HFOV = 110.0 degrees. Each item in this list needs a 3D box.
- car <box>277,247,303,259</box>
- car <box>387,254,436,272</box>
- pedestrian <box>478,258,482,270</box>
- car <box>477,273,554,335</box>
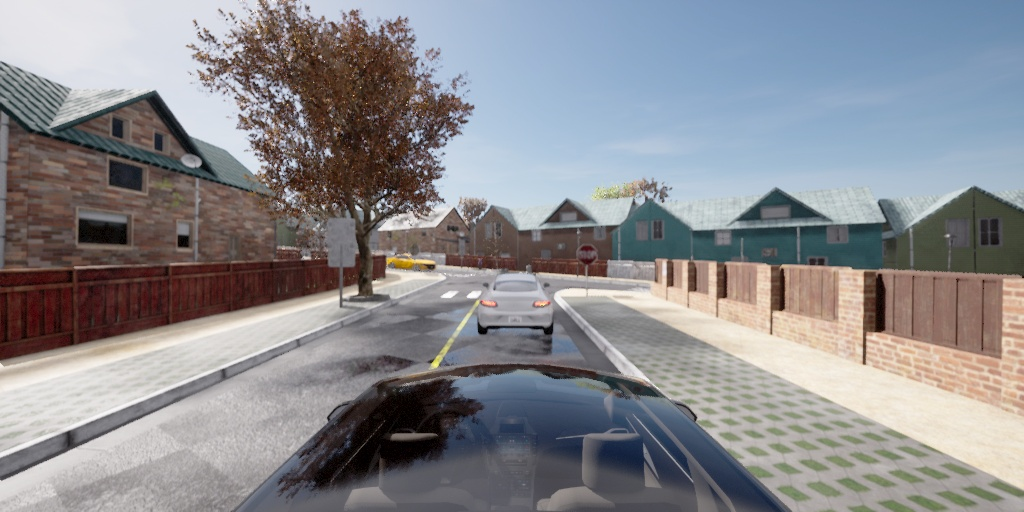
[{"bbox_3d":[-27.619,-0.133,43.861,4.718,1.301,1.895,3,0,32],"label":"car"},{"bbox_3d":[-8.994,0.584,32.197,5.008,1.535,1.882,3,1,32],"label":"car"},{"bbox_3d":[-3.147,0.742,35.450,0.375,1.300,0.375,-1,-4,32],"label":"pedestrian"},{"bbox_3d":[0.116,1.186,10.062,1.812,1.442,4.674,0,1,1],"label":"car"}]
